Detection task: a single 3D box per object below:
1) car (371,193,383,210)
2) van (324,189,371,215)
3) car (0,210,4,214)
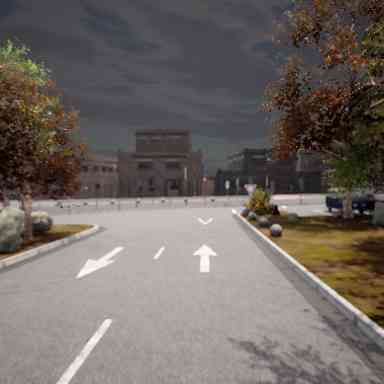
[{"bbox_3d":[14.840,0.807,26.232,2.163,1.488,4.792,-3,1,3],"label":"car"},{"bbox_3d":[12.071,0.673,26.542,1.878,1.987,4.442,-3,1,4],"label":"van"},{"bbox_3d":[-14.560,1.458,21.462,4.892,1.490,1.837,-1,3,-7],"label":"car"}]
